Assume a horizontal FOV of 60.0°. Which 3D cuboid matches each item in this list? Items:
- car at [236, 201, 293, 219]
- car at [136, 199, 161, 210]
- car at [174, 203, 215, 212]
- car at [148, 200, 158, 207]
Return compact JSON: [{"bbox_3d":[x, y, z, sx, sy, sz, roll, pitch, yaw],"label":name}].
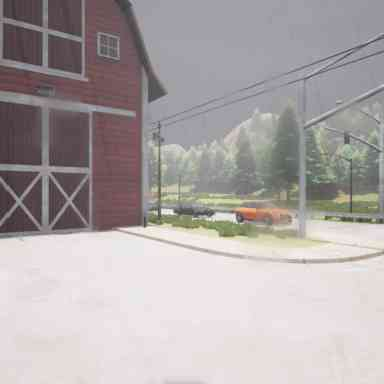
[{"bbox_3d":[5.473,1.526,25.612,2.097,1.767,4.553,0,0,-34],"label":"car"},{"bbox_3d":[-6.558,1.850,49.597,1.812,1.442,4.674,0,0,-34],"label":"car"},{"bbox_3d":[0.099,1.772,33.473,2.033,1.411,5.357,0,0,-34],"label":"car"},{"bbox_3d":[-5.516,1.842,41.692,1.994,1.385,4.181,0,0,-35],"label":"car"}]
